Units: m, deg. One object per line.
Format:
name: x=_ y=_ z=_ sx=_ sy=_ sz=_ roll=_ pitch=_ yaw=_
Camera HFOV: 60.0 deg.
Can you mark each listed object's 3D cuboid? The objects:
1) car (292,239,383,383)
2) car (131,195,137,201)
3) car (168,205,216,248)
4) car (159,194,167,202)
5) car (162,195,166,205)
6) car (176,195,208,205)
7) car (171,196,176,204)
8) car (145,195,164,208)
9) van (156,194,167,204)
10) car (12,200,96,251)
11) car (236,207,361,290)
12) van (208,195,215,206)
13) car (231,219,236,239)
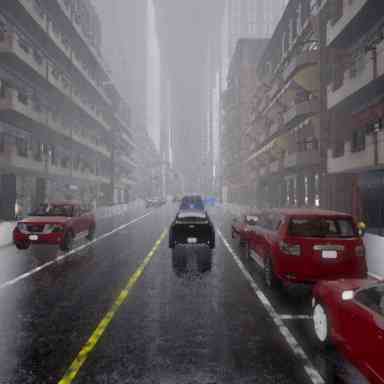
car: x=2.704 y=1.543 z=3.404 sx=1.887 sy=1.381 sz=4.507 roll=1 pitch=0 yaw=0
car: x=-16.491 y=1.511 z=86.942 sx=4.097 sy=1.590 sz=1.967 roll=0 pitch=-1 yaw=0
car: x=0.000 y=1.519 z=14.653 sx=1.837 sy=1.490 sz=4.892 roll=0 pitch=0 yaw=0
car: x=-5.644 y=1.576 z=58.755 sx=1.947 sy=1.339 sz=4.313 roll=1 pitch=0 yaw=0
car: x=-5.644 y=1.591 z=53.216 sx=1.802 sy=1.307 sz=4.206 roll=1 pitch=0 yaw=0
car: x=0.000 y=1.264 z=29.686 sx=2.150 sy=2.045 sz=5.566 roll=0 pitch=0 yaw=0
car: x=-3.010 y=1.562 z=66.081 sx=1.837 sy=1.490 sz=4.892 roll=0 pitch=0 yaw=0
car: x=-5.643 y=1.559 z=47.675 sx=2.008 sy=1.369 sz=4.403 roll=1 pitch=0 yaw=0
van: x=-5.809 y=1.352 z=64.296 sx=1.690 sy=1.788 sz=3.998 roll=1 pitch=0 yaw=0
car: x=-5.672 y=1.317 z=14.433 sx=2.192 sy=1.841 sz=5.009 roll=1 pitch=0 yaw=0
car: x=2.709 y=1.315 z=8.945 sx=2.192 sy=1.841 sz=5.009 roll=1 pitch=0 yaw=0
van: x=2.708 y=1.350 z=53.268 sx=1.690 sy=1.788 sz=3.998 roll=1 pitch=0 yaw=0
car: x=2.704 y=1.584 z=14.485 sx=1.802 sy=1.307 sz=4.206 roll=1 pitch=0 yaw=0
